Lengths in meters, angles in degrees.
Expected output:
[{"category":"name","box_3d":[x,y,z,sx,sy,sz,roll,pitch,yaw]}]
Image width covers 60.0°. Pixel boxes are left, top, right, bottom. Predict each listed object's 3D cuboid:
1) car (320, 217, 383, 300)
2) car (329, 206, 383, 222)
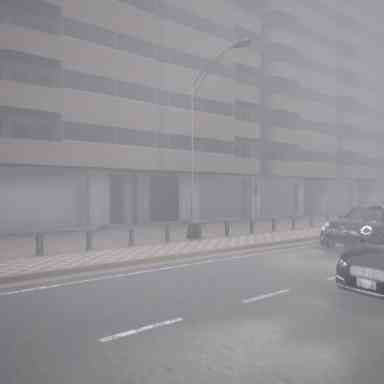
[{"category":"car","box_3d":[5.320,1.492,7.806,4.902,1.511,2.128,0,0,-36]},{"category":"car","box_3d":[7.210,1.353,13.415,4.553,1.767,2.097,0,0,-35]}]
